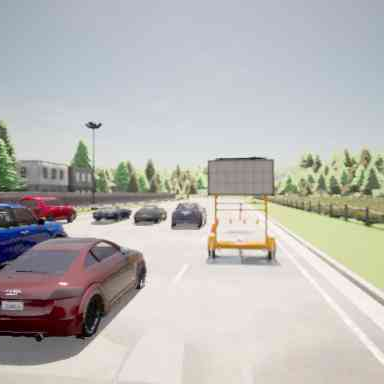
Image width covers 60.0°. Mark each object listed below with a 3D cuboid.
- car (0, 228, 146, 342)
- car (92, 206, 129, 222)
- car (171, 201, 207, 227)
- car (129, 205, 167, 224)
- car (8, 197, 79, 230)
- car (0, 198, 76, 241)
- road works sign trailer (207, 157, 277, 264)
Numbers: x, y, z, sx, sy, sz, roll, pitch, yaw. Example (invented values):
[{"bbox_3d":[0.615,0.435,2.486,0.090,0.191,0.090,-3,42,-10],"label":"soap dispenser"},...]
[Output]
[{"bbox_3d":[-2.321,1.618,6.778,1.994,1.385,4.181,0,0,7],"label":"car"},{"bbox_3d":[-6.660,1.814,28.351,1.895,1.301,4.718,0,0,7],"label":"car"},{"bbox_3d":[-0.130,1.512,24.191,2.097,1.767,4.553,0,0,7],"label":"car"},{"bbox_3d":[-3.296,1.755,27.037,1.994,1.385,4.181,0,0,7],"label":"car"},{"bbox_3d":[-10.674,1.427,24.504,2.150,2.045,5.566,0,0,7],"label":"car"},{"bbox_3d":[-5.565,1.302,9.034,2.150,2.045,5.566,0,0,7],"label":"car"},{"bbox_3d":[1.790,0.539,12.255,2.380,3.560,2.880,0,0,7],"label":"road works sign trailer"}]
